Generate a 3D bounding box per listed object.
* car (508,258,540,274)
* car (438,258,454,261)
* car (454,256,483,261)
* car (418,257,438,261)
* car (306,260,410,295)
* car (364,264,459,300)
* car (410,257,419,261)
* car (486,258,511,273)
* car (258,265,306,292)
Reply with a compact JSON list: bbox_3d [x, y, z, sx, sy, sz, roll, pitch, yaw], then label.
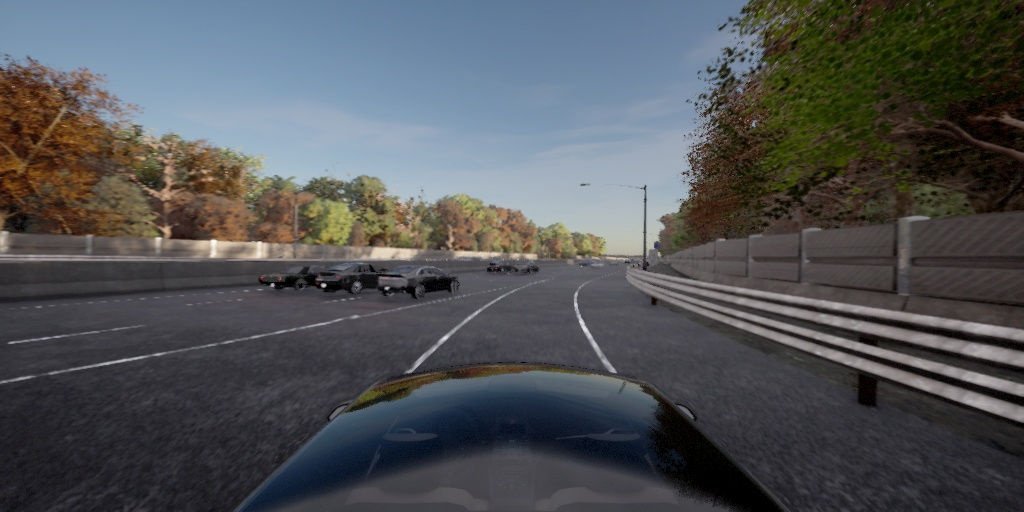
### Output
[{"bbox_3d":[1.793,1.323,41.866,2.128,1.511,4.902,1,0,22],"label":"car"},{"bbox_3d":[-9.816,1.076,59.862,2.097,1.767,4.553,1,0,23],"label":"car"},{"bbox_3d":[-6.589,0.987,58.502,2.150,2.045,5.566,1,0,23],"label":"car"},{"bbox_3d":[-13.129,1.174,60.989,2.128,1.511,4.902,1,0,23],"label":"car"},{"bbox_3d":[-7.632,1.111,18.488,1.837,1.490,4.892,1,0,22],"label":"car"},{"bbox_3d":[-4.331,1.168,17.276,2.128,1.511,4.902,1,0,22],"label":"car"},{"bbox_3d":[-16.503,0.984,61.965,2.097,1.767,4.553,1,0,22],"label":"car"},{"bbox_3d":[-1.375,1.296,43.368,1.837,1.490,4.892,1,0,22],"label":"car"},{"bbox_3d":[-10.937,1.160,19.663,1.895,1.301,4.718,1,0,22],"label":"car"}]
